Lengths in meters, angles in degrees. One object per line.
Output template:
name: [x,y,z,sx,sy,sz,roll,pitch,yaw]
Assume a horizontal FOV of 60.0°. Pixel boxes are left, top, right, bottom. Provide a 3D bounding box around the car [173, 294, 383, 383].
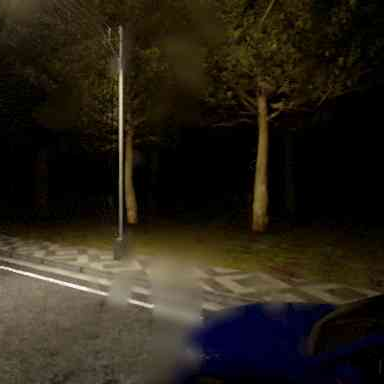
car: [2.001,1.525,2.564,4.674,1.442,1.812,-1,0,35]
